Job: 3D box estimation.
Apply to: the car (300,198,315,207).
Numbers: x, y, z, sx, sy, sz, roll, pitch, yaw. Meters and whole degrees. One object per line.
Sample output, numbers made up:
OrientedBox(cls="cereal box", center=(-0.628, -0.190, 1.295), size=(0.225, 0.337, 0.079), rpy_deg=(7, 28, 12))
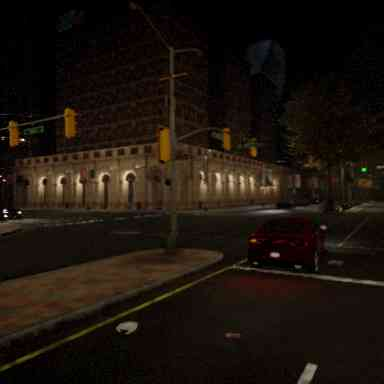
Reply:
OrientedBox(cls="car", center=(19.730, 1.923, 58.966), size=(2.033, 1.411, 5.357), rpy_deg=(-1, -1, 32))

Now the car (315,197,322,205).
OrientedBox(cls="car", center=(25.237, 1.873, 67.882), size=(1.882, 1.535, 5.008), rpy_deg=(-1, -1, 32))

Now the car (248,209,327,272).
OrientedBox(cls="car", center=(3.396, 1.560, 11.291), size=(1.882, 1.535, 5.008), rpy_deg=(-1, 0, 27))

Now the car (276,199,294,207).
OrientedBox(cls="car", center=(17.001, 2.029, 60.729), size=(1.895, 1.301, 4.718), rpy_deg=(-1, -1, 32))

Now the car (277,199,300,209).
OrientedBox(cls="car", center=(14.387, 1.959, 50.426), size=(1.895, 1.301, 4.718), rpy_deg=(-1, -1, 32))

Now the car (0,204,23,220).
OrientedBox(cls="car", center=(-20.415, 2.054, 36.082), size=(4.553, 1.767, 2.097), rpy_deg=(-1, -1, 32))
